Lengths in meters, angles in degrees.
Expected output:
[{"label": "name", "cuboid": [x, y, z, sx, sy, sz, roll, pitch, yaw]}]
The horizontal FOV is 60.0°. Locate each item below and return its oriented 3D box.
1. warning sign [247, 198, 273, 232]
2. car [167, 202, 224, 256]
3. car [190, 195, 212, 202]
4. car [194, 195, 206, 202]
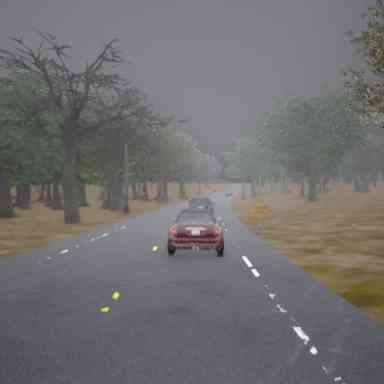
[{"label": "warning sign", "cuboid": [3.916, 1.297, 19.164, 1.300, 1.860, 1.060, 0, 0, 2]}, {"label": "car", "cuboid": [0.191, 1.482, 13.984, 2.097, 1.767, 4.553, 0, -1, 2]}, {"label": "car", "cuboid": [0.824, 1.445, 28.852, 2.150, 2.045, 5.566, 0, 0, 3]}, {"label": "car", "cuboid": [1.780, 1.423, 72.761, 2.128, 1.511, 4.902, 0, 1, 8]}]
